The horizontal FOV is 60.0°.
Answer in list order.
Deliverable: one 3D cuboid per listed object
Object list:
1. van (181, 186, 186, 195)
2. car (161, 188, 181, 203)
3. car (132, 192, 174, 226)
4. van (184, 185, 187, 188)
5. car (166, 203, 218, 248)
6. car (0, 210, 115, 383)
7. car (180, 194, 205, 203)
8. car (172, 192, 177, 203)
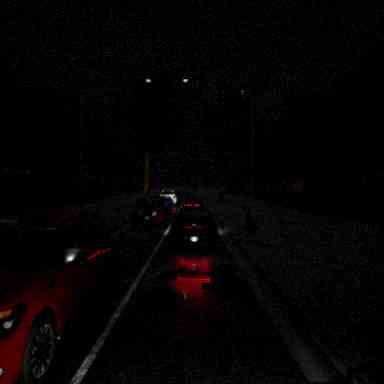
[{"bbox_3d":[-2.606,0.241,66.399,1.690,1.788,3.998,0,2,0],"label":"van"},{"bbox_3d":[-2.965,0.708,43.042,2.150,2.045,5.566,0,1,0],"label":"car"},{"bbox_3d":[-2.639,1.169,22.047,2.192,1.841,5.009,-1,1,0],"label":"car"},{"bbox_3d":[-2.597,-0.112,77.484,1.690,1.788,3.998,1,2,0],"label":"van"},{"bbox_3d":[0.089,1.439,14.466,1.837,1.490,4.892,0,0,0],"label":"car"},{"bbox_3d":[-2.654,1.306,5.411,2.192,1.841,5.009,-1,0,0],"label":"car"},{"bbox_3d":[0.099,1.232,30.376,1.837,1.490,4.892,0,1,0],"label":"car"},{"bbox_3d":[-3.001,1.098,36.018,1.882,1.535,5.008,0,1,0],"label":"car"}]
